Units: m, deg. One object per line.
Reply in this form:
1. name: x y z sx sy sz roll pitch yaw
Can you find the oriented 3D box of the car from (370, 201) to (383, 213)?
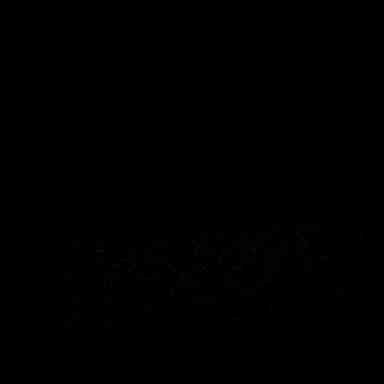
1. car: 21.504 1.829 38.729 1.812 1.442 4.674 1 0 -36
